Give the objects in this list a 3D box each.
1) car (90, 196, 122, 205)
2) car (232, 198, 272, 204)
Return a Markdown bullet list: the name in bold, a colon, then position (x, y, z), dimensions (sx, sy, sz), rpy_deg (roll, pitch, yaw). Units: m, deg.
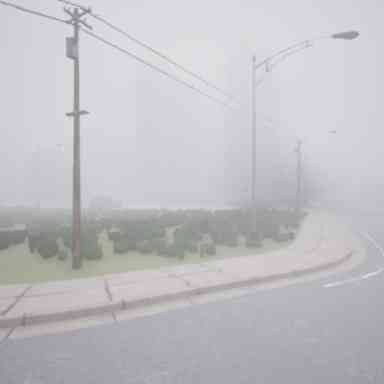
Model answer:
- **car**: position (-10.831, 1.391, 42.108), dimensions (2.242, 1.667, 4.611), rpy_deg (0, 0, 20)
- **car**: position (7.966, 1.432, 44.013), dimensions (5.357, 1.411, 2.033), rpy_deg (0, 0, 16)
